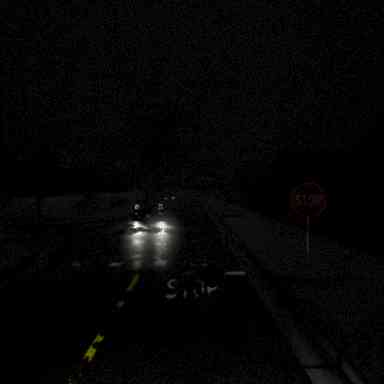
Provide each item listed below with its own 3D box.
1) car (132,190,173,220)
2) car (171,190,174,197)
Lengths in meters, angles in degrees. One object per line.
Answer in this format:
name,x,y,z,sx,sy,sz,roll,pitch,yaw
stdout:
car,-2.800,0.951,23.760,2.097,1.767,4.553,0,0,1
car,-5.288,0.241,76.466,1.882,1.535,5.008,0,1,-9
